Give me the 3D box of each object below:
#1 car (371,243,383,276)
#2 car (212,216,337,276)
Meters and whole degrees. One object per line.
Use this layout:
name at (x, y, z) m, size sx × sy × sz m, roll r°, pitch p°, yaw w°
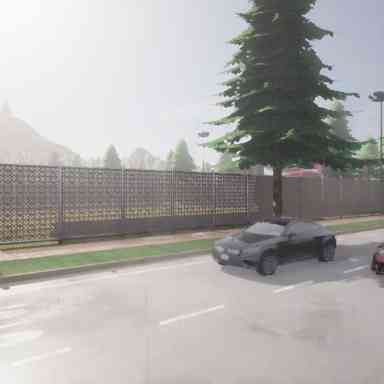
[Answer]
car at (6.675, 1.564, 9.036) m, size 4.181 × 1.385 × 1.994 m, roll 0°, pitch 0°, yaw -37°
car at (2.755, 1.526, 10.470) m, size 4.674 × 1.442 × 1.812 m, roll 0°, pitch 0°, yaw -37°
